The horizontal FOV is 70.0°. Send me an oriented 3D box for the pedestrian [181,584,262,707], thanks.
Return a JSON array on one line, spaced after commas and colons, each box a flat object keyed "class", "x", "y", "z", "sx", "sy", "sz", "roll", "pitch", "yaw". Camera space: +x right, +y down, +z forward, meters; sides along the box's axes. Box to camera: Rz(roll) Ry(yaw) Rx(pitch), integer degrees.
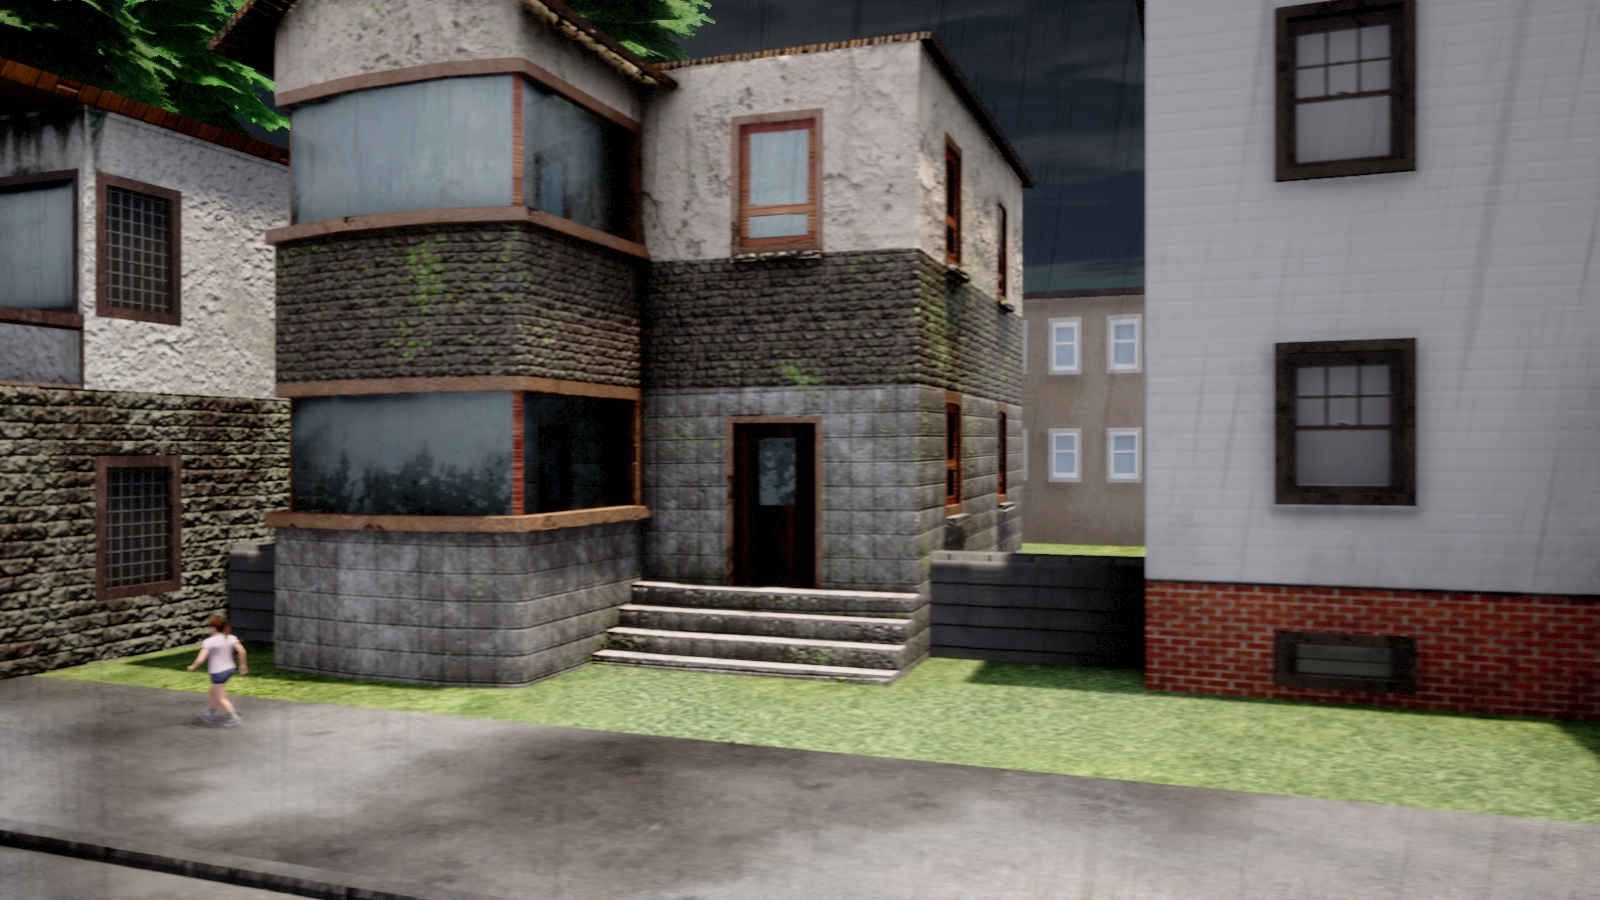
[{"class": "pedestrian", "x": -5.663, "y": 1.902, "z": 11.198, "sx": 0.500, "sy": 1.100, "sz": 0.500, "roll": 0, "pitch": 0, "yaw": 17}]
